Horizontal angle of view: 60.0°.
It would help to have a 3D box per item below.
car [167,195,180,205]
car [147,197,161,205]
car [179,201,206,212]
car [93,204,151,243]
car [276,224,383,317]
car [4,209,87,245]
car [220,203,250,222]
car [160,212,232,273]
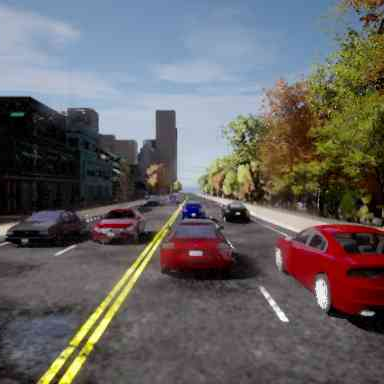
[{"bbox_3d":[-3.272,1.320,58.601,2.097,1.767,4.553,0,0,1],"label":"car"},{"bbox_3d":[-6.517,1.516,57.309,2.033,1.411,5.357,0,0,1],"label":"car"},{"bbox_3d":[0.113,1.511,26.811,1.812,1.442,4.674,0,0,0],"label":"car"},{"bbox_3d":[-3.342,1.517,16.070,1.812,1.442,4.674,0,0,0],"label":"car"},{"bbox_3d":[3.346,1.474,7.611,1.882,1.535,5.008,0,0,0],"label":"car"},{"bbox_3d":[-6.593,1.539,15.795,2.033,1.411,5.357,0,0,0],"label":"car"},{"bbox_3d":[3.363,1.550,26.345,1.994,1.385,4.181,0,0,0],"label":"car"},{"bbox_3d":[0.104,1.558,10.642,1.994,1.385,4.181,0,0,0],"label":"car"}]
